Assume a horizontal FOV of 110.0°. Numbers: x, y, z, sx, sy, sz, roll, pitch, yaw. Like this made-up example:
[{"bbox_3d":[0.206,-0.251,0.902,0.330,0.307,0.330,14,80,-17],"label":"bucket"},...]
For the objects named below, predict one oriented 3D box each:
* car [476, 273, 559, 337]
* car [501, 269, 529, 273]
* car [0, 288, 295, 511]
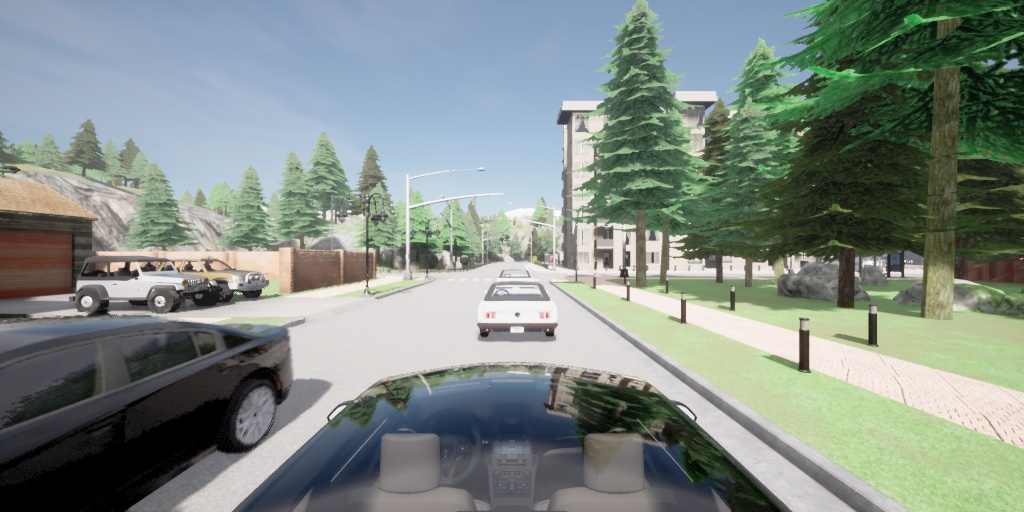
[{"bbox_3d":[0.132,1.351,10.236,1.895,1.301,4.718,0,0,0],"label":"car"},{"bbox_3d":[0.162,1.351,19.404,1.895,1.301,4.718,0,0,0],"label":"car"},{"bbox_3d":[-3.599,1.227,2.299,1.882,1.535,5.008,0,0,0],"label":"car"}]
